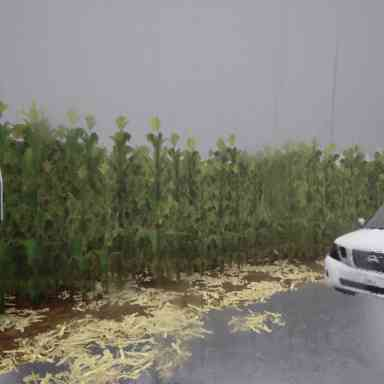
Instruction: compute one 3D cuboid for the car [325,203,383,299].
[{"bbox_3d":[5.328,1.167,7.507,5.566,2.045,2.150,-1,1,-37],"label":"car"}]
